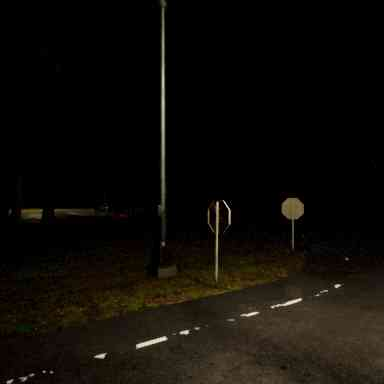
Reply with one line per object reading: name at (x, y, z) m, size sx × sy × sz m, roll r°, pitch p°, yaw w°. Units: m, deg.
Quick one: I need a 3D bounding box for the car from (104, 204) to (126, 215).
car at (-12.580, 2.951, 55.414) m, size 1.837 × 1.490 × 4.892 m, roll 2°, pitch -2°, yaw -33°

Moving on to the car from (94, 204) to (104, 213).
car at (-16.468, 2.912, 61.252) m, size 2.097 × 1.767 × 4.553 m, roll 2°, pitch -2°, yaw -33°
